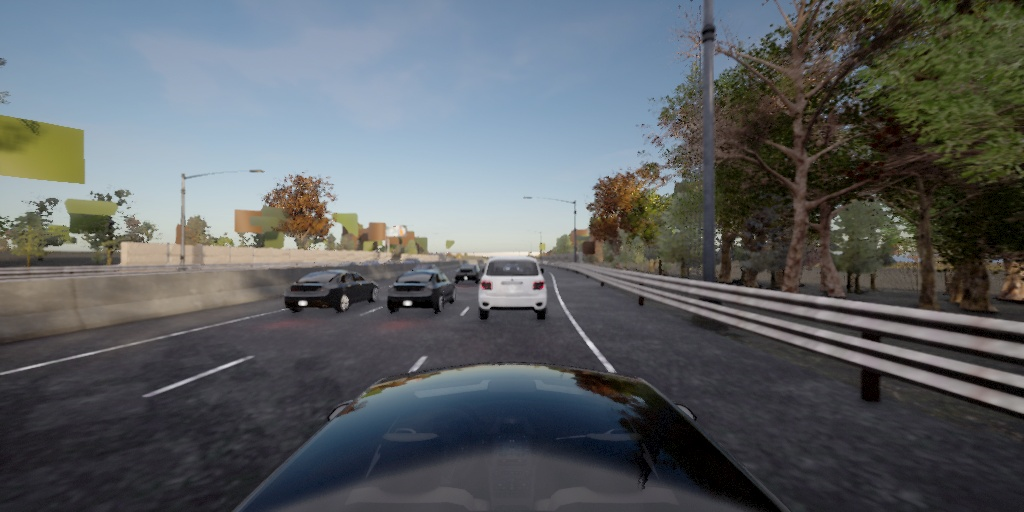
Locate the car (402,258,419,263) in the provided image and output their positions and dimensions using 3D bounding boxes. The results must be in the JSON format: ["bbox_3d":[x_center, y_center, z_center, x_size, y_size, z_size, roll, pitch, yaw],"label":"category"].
[{"bbox_3d":[-17.527,1.338,62.162,2.150,2.045,5.566,0,0,1],"label":"car"}]

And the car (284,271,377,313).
[{"bbox_3d":[-6.954,1.325,14.377,1.837,1.490,4.892,0,0,0],"label":"car"}]

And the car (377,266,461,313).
[{"bbox_3d":[-3.454,1.324,14.363,1.837,1.490,4.892,0,0,0],"label":"car"}]

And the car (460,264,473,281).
[{"bbox_3d":[-3.454,1.411,29.367,1.837,1.490,4.892,0,0,0],"label":"car"}]

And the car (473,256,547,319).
[{"bbox_3d":[0.036,1.035,13.213,2.150,2.045,5.566,0,0,1],"label":"car"}]

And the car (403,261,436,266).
[{"bbox_3d":[-6.955,1.396,29.337,2.128,1.511,4.902,0,0,0],"label":"car"}]
